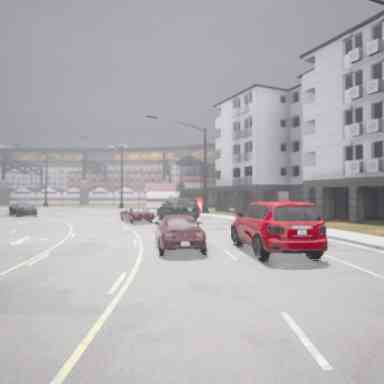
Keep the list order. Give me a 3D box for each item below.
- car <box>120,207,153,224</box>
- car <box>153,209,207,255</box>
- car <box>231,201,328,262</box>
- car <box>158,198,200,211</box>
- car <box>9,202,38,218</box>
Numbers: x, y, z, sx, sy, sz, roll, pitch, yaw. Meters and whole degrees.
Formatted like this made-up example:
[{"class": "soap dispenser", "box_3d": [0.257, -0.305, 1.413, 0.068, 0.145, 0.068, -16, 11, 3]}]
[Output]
[{"class": "car", "box_3d": [-4.769, 1.911, 28.210, 1.895, 1.301, 4.718, 0, -1, -25]}, {"class": "car", "box_3d": [-0.556, 1.680, 14.006, 1.812, 1.442, 4.674, 0, 0, -8]}, {"class": "car", "box_3d": [3.129, 1.369, 13.034, 2.150, 2.045, 5.566, 0, 0, -7]}, {"class": "car", "box_3d": [-1.255, 1.543, 28.995, 2.150, 2.045, 5.566, 0, 0, -25]}, {"class": "car", "box_3d": [-18.118, 1.868, 35.656, 1.882, 1.535, 5.008, 1, -1, -42]}]
